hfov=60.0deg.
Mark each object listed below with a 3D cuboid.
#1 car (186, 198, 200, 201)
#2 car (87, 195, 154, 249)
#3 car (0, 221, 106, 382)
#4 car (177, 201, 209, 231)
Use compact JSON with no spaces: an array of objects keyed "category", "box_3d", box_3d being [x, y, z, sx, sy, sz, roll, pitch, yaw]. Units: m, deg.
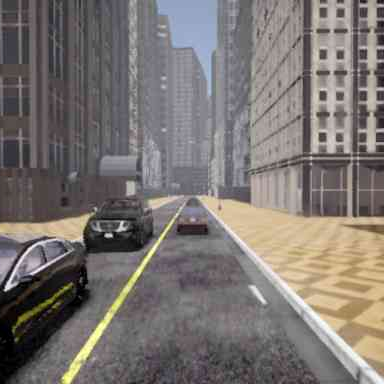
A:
[{"category":"car","box_3d":[0.111,1.515,44.503,1.812,1.442,4.674,0,0,0]},{"category":"car","box_3d":[-3.016,1.207,14.905,2.150,2.045,5.566,0,1,1]},{"category":"car","box_3d":[-3.088,1.488,5.162,2.128,1.511,4.902,0,0,0]},{"category":"car","box_3d":[0.050,1.535,20.293,2.033,1.411,5.357,0,0,1]}]
